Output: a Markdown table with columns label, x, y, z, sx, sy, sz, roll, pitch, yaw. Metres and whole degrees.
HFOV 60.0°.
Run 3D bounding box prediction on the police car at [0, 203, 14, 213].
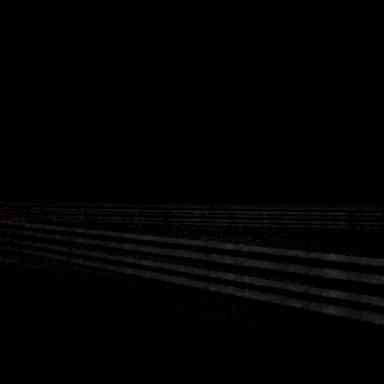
| label | x | y | z | sx | sy | sz | roll | pitch | yaw |
| --- | --- | --- | --- | --- | --- | --- | --- | --- | --- |
| police car | -18.903 | 1.603 | 30.730 | 5.238 | 1.638 | 1.930 | 0 | 0 | 20 |
